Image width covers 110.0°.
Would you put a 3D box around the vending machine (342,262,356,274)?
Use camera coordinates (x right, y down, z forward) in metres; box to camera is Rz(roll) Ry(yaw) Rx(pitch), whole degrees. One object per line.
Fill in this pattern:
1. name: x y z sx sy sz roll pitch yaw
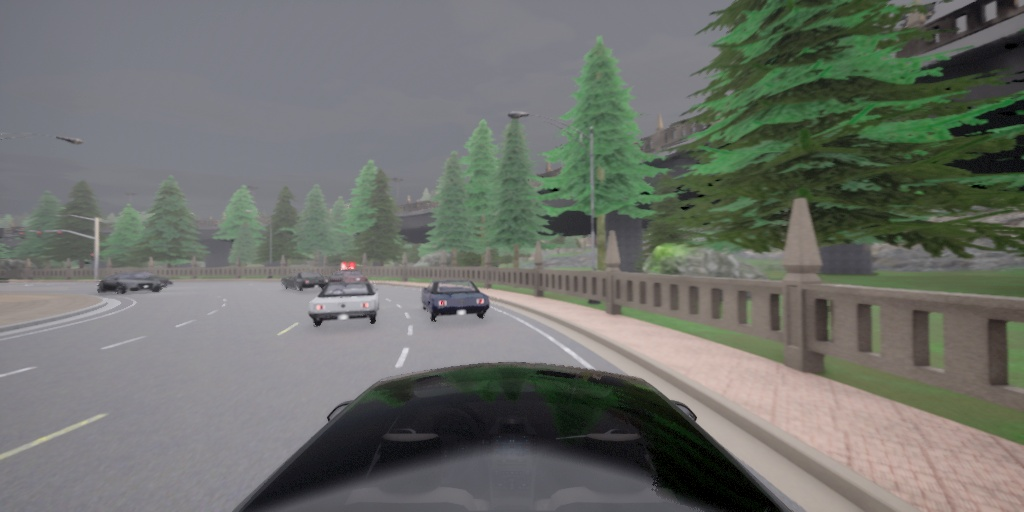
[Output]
1. vending machine: -16.585 1.587 36.422 0.880 2.100 1.100 0 0 30

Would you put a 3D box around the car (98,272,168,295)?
1. car: -26.643 1.909 25.017 4.181 1.385 1.994 -1 -1 21

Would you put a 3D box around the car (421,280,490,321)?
1. car: -2.321 1.533 13.461 1.895 1.301 4.718 0 -1 -19

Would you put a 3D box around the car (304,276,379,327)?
1. car: -5.743 1.560 12.735 1.895 1.301 4.718 0 -1 -19

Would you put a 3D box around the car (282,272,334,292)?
1. car: -15.179 1.841 26.259 4.718 1.301 1.895 -1 -1 42

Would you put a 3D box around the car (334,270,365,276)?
1. car: -13.516 1.827 29.224 4.181 1.385 1.994 -1 -1 41

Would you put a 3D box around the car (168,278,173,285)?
1. car: -31.532 2.014 30.138 5.357 1.411 2.033 -1 -1 10
